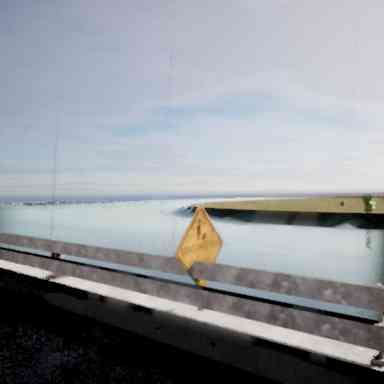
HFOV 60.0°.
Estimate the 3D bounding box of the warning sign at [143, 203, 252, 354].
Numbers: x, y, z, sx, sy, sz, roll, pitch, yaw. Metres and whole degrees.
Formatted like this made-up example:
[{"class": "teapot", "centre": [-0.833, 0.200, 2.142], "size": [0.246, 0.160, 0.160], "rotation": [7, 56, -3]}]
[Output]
[{"class": "warning sign", "centre": [0.114, 1.122, 5.059], "size": [1.060, 1.860, 1.300], "rotation": [-1, 0, 36]}]
